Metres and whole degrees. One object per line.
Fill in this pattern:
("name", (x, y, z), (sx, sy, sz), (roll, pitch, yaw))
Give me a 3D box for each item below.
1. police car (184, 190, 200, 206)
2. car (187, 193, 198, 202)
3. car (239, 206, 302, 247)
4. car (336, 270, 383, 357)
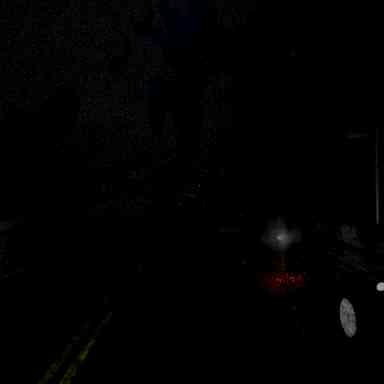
("police car", (0.007, 0.925, 42.977), (1.930, 1.638, 5.238), (0, 0, 0))
("car", (0.115, 0.889, 56.407), (1.812, 1.442, 4.674), (0, 1, 0))
("car", (3.253, 1.377, 14.380), (1.837, 1.490, 4.892), (0, 1, 0))
("car", (3.250, 1.472, 3.382), (1.882, 1.535, 5.008), (0, 0, 0))
